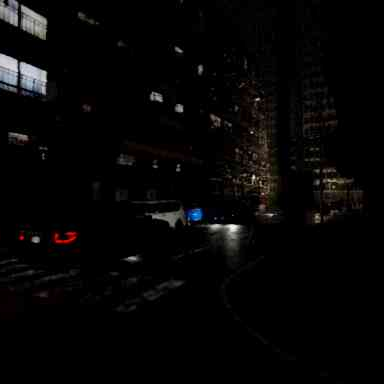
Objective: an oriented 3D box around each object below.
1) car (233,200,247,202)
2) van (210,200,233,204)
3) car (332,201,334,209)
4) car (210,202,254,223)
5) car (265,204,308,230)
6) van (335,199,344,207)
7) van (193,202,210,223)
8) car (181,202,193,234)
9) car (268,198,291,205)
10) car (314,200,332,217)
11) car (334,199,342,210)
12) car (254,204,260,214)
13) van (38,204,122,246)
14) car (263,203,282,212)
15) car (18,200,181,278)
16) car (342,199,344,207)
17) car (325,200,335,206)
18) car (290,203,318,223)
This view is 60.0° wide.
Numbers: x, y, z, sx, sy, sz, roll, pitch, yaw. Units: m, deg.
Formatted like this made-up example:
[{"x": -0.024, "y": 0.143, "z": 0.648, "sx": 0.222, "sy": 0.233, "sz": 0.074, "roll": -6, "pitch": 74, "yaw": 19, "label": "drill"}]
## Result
[{"x": 4.840, "y": 1.850, "z": 37.039, "sx": 2.192, "sy": 1.841, "sz": 5.009, "roll": 0, "pitch": -1, "yaw": 27, "label": "car"}, {"x": 2.240, "y": 1.796, "z": 32.033, "sx": 1.690, "sy": 1.788, "sz": 3.998, "roll": 0, "pitch": -1, "yaw": 27, "label": "van"}, {"x": 17.111, "y": 2.132, "z": 43.566, "sx": 1.752, "sy": 1.417, "sz": 4.829, "roll": 0, "pitch": -1, "yaw": 27, "label": "car"}, {"x": 3.573, "y": 1.905, "z": 29.255, "sx": 1.837, "sy": 1.490, "sz": 4.892, "roll": -1, "pitch": -1, "yaw": 27, "label": "car"}, {"x": 6.712, "y": 1.812, "z": 23.547, "sx": 1.752, "sy": 1.417, "sz": 4.829, "roll": 0, "pitch": -1, "yaw": 27, "label": "car"}, {"x": 32.631, "y": 2.439, "z": 73.447, "sx": 1.690, "sy": 1.788, "sz": 3.998, "roll": 0, "pitch": -1, "yaw": 27, "label": "van"}, {"x": -0.359, "y": 1.717, "z": 27.029, "sx": 1.690, "sy": 1.788, "sz": 3.998, "roll": 0, "pitch": -1, "yaw": 27, "label": "van"}, {"x": -2.336, "y": 1.443, "z": 17.895, "sx": 2.150, "sy": 2.045, "sz": 5.566, "roll": -1, "pitch": -1, "yaw": 27, "label": "car"}, {"x": 12.846, "y": 1.908, "z": 46.920, "sx": 2.150, "sy": 2.045, "sz": 5.566, "roll": -1, "pitch": -1, "yaw": 28, "label": "car"}, {"x": 14.433, "y": 1.839, "z": 38.413, "sx": 2.192, "sy": 1.841, "sz": 5.009, "roll": 0, "pitch": -1, "yaw": 27, "label": "car"}, {"x": 24.910, "y": 2.376, "z": 58.581, "sx": 1.752, "sy": 1.417, "sz": 4.829, "roll": 0, "pitch": -1, "yaw": 27, "label": "car"}, {"x": 7.440, "y": 2.197, "z": 42.040, "sx": 1.802, "sy": 1.307, "sz": 4.206, "roll": 0, "pitch": -1, "yaw": 27, "label": "car"}, {"x": -5.559, "y": 1.559, "z": 17.018, "sx": 1.690, "sy": 1.788, "sz": 3.998, "roll": 0, "pitch": -1, "yaw": 27, "label": "van"}, {"x": 12.639, "y": 2.358, "z": 52.050, "sx": 1.802, "sy": 1.307, "sz": 4.206, "roll": 0, "pitch": -1, "yaw": 27, "label": "car"}, {"x": -2.756, "y": 1.332, "z": 10.889, "sx": 2.150, "sy": 2.045, "sz": 5.566, "roll": -1, "pitch": -1, "yaw": 27, "label": "car"}, {"x": 27.510, "y": 2.459, "z": 63.585, "sx": 1.752, "sy": 1.417, "sz": 4.829, "roll": 0, "pitch": -1, "yaw": 27, "label": "car"}, {"x": 33.515, "y": 2.774, "z": 80.887, "sx": 1.994, "sy": 1.385, "sz": 4.181, "roll": -1, "pitch": -1, "yaw": 19, "label": "car"}, {"x": 9.233, "y": 1.909, "z": 28.400, "sx": 1.887, "sy": 1.381, "sz": 4.507, "roll": 0, "pitch": -1, "yaw": 27, "label": "car"}]
